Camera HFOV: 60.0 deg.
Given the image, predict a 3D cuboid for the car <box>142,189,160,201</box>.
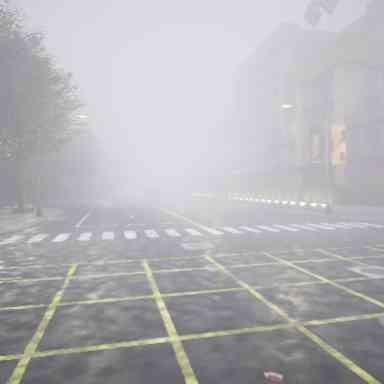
[{"bbox_3d":[-7.047,0.428,58.670,2.150,2.045,5.566,-1,1,-13],"label":"car"}]
